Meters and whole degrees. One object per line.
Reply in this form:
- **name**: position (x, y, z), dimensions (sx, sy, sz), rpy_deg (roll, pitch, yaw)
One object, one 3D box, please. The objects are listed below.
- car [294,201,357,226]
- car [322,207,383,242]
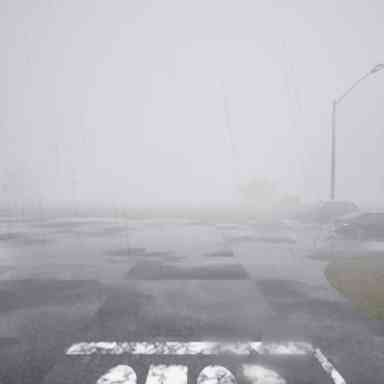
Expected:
- **car**: position (9.660, 1.395, 23.698), dimensions (4.553, 1.767, 2.097), rpy_deg (1, 1, 0)
- **car**: position (9.372, 1.691, 16.706), dimensions (4.674, 1.442, 1.812), rpy_deg (1, 1, 0)
